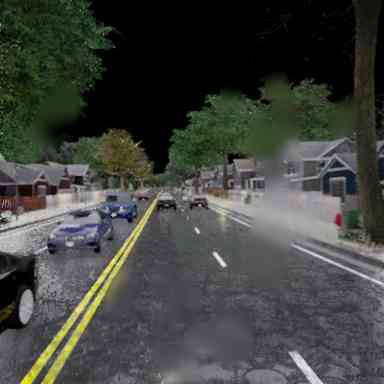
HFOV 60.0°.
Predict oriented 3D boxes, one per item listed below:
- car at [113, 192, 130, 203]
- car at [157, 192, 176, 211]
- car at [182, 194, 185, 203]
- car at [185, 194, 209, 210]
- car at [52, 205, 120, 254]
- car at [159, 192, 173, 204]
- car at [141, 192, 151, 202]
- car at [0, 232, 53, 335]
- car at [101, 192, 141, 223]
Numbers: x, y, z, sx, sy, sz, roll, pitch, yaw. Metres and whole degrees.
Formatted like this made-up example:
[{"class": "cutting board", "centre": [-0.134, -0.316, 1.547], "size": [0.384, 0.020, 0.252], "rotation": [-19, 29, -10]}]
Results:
[{"class": "car", "centre": [-10.450, 0.782, 49.659], "size": [1.895, 1.301, 4.718], "rotation": [-1, 1, -5]}, {"class": "car", "centre": [-2.629, 1.052, 34.314], "size": [1.882, 1.535, 5.008], "rotation": [-1, 1, -4]}, {"class": "car", "centre": [-0.429, 0.865, 47.211], "size": [1.895, 1.301, 4.718], "rotation": [-1, 1, -4]}, {"class": "car", "centre": [0.604, 1.015, 34.697], "size": [1.837, 1.490, 4.892], "rotation": [-1, 1, -4]}, {"class": "car", "centre": [-4.372, 1.499, 13.743], "size": [1.812, 1.442, 4.674], "rotation": [-1, 1, -4]}, {"class": "car", "centre": [-3.720, 0.816, 47.622], "size": [1.837, 1.490, 4.892], "rotation": [-1, 1, -4]}, {"class": "car", "centre": [-7.211, 0.721, 49.921], "size": [1.895, 1.301, 4.718], "rotation": [-1, 1, -5]}, {"class": "car", "centre": [-3.588, 1.517, 4.065], "size": [1.882, 1.535, 5.008], "rotation": [-1, 0, -5]}, {"class": "car", "centre": [-5.209, 1.047, 24.115], "size": [2.150, 2.045, 5.566], "rotation": [-1, 1, -4]}]
